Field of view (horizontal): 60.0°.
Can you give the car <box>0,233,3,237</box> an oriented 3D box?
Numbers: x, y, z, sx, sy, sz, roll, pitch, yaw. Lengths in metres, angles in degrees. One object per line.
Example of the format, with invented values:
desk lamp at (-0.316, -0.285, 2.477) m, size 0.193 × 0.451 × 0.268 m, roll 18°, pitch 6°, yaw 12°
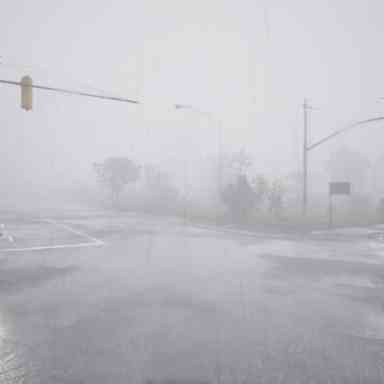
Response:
car at (-6.523, 1.496, 9.269) m, size 2.128 × 1.511 × 4.902 m, roll 1°, pitch 0°, yaw -32°
